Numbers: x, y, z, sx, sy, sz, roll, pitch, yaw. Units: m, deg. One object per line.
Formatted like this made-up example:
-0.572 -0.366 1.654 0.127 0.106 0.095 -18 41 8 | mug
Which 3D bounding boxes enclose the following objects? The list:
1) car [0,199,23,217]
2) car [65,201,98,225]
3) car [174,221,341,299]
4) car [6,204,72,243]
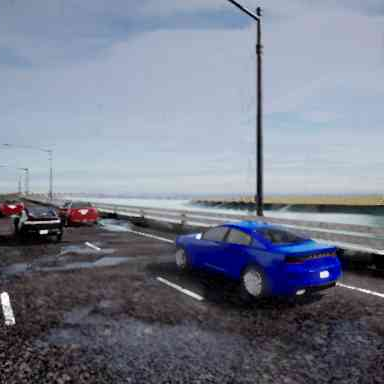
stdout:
-17.666 1.452 32.495 2.097 1.767 4.553 0 0 -32 | car
-8.457 1.430 24.299 2.097 1.767 4.553 0 0 -32 | car
1.315 1.506 8.748 1.882 1.535 5.008 0 0 -32 | car
-7.781 1.546 16.618 2.128 1.511 4.902 0 0 -32 | car
